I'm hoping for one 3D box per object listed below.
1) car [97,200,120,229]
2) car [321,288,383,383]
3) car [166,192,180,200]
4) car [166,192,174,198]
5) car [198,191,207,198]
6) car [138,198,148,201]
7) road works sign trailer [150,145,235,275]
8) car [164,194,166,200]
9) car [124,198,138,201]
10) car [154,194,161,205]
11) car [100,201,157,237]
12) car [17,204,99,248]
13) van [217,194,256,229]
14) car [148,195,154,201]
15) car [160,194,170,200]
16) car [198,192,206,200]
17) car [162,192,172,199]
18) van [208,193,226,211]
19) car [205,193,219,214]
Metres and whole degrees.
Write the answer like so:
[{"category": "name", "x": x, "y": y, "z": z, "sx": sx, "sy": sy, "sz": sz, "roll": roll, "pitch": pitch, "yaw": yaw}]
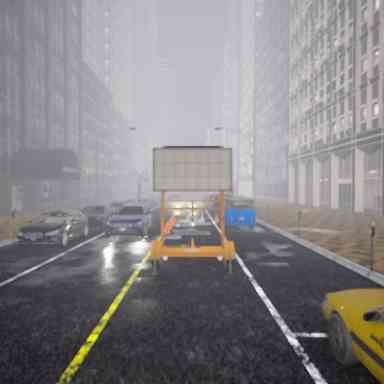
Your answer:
[{"category": "car", "x": -5.699, "y": 1.412, "z": 19.802, "sx": 1.947, "sy": 1.339, "sz": 4.313, "roll": -1, "pitch": 0, "yaw": 0}, {"category": "car", "x": 2.683, "y": 1.502, "z": 2.922, "sx": 1.752, "sy": 1.417, "sz": 4.829, "roll": -1, "pitch": 0, "yaw": 0}, {"category": "car", "x": -3.004, "y": 0.721, "z": 57.738, "sx": 1.994, "sy": 1.385, "sz": 4.181, "roll": 0, "pitch": 0, "yaw": 0}, {"category": "car", "x": -5.703, "y": 0.845, "z": 87.834, "sx": 1.752, "sy": 1.417, "sz": 4.829, "roll": -1, "pitch": 0, "yaw": 0}, {"category": "car", "x": 2.675, "y": 0.633, "z": 88.003, "sx": 2.192, "sy": 1.841, "sz": 5.009, "roll": -1, "pitch": 0, "yaw": 0}, {"category": "car", "x": -5.700, "y": 1.310, "z": 31.169, "sx": 2.008, "sy": 1.369, "sz": 4.403, "roll": -1, "pitch": 0, "yaw": 0}, {"category": "road works sign trailer", "x": 0.018, "y": 0.385, "z": 10.174, "sx": 2.380, "sy": 3.560, "sz": 2.880, "roll": 0, "pitch": 0, "yaw": 0}, {"category": "car", "x": -5.701, "y": 1.090, "z": 59.586, "sx": 2.008, "sy": 1.369, "sz": 4.403, "roll": -1, "pitch": 0, "yaw": 0}, {"category": "car", "x": -5.699, "y": 1.347, "z": 25.485, "sx": 1.887, "sy": 1.381, "sz": 4.507, "roll": -1, "pitch": 0, "yaw": 0}, {"category": "car", "x": -5.701, "y": 1.178, "z": 48.219, "sx": 2.008, "sy": 1.369, "sz": 4.403, "roll": -1, "pitch": 0, "yaw": 0}, {"category": "car", "x": -3.101, "y": 1.392, "z": 17.180, "sx": 1.812, "sy": 1.442, "sz": 4.674, "roll": 0, "pitch": 0, "yaw": 0}, {"category": "car", "x": -5.699, "y": 1.441, "z": 14.118, "sx": 2.008, "sy": 1.369, "sz": 4.403, "roll": -1, "pitch": 0, "yaw": 0}, {"category": "van", "x": 2.680, "y": 1.187, "z": 19.801, "sx": 1.690, "sy": 1.788, "sz": 3.998, "roll": -1, "pitch": 0, "yaw": 0}, {"category": "car", "x": -5.700, "y": 1.297, "z": 36.853, "sx": 1.802, "sy": 1.307, "sz": 4.206, "roll": -1, "pitch": 0, "yaw": 0}, {"category": "car", "x": -5.702, "y": 1.033, "z": 70.953, "sx": 1.802, "sy": 1.307, "sz": 4.206, "roll": -1, "pitch": 0, "yaw": 0}, {"category": "car", "x": 2.679, "y": 1.090, "z": 59.586, "sx": 2.008, "sy": 1.369, "sz": 4.403, "roll": -1, "pitch": 0, "yaw": 0}, {"category": "car", "x": -5.704, "y": 0.847, "z": 76.636, "sx": 1.967, "sy": 1.590, "sz": 4.097, "roll": -1, "pitch": 0, "yaw": 0}, {"category": "van", "x": 2.678, "y": 1.056, "z": 36.851, "sx": 1.690, "sy": 1.788, "sz": 3.998, "roll": -1, "pitch": 0, "yaw": 0}, {"category": "car", "x": 2.678, "y": 1.074, "z": 31.168, "sx": 2.192, "sy": 1.841, "sz": 5.009, "roll": -1, "pitch": 0, "yaw": 0}]
